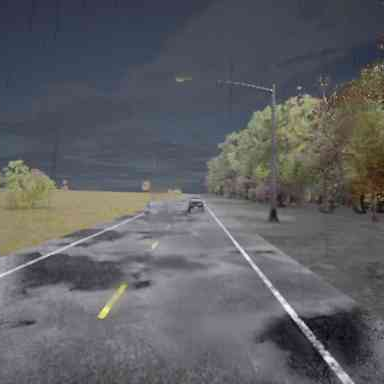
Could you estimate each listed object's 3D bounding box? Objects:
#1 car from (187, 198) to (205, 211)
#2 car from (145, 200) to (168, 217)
[{"bbox_3d":[0.481,1.510,39.927,1.837,1.490,4.892,0,0,0],"label":"car"},{"bbox_3d":[-3.281,1.522,31.423,1.812,1.442,4.674,0,0,1],"label":"car"}]
